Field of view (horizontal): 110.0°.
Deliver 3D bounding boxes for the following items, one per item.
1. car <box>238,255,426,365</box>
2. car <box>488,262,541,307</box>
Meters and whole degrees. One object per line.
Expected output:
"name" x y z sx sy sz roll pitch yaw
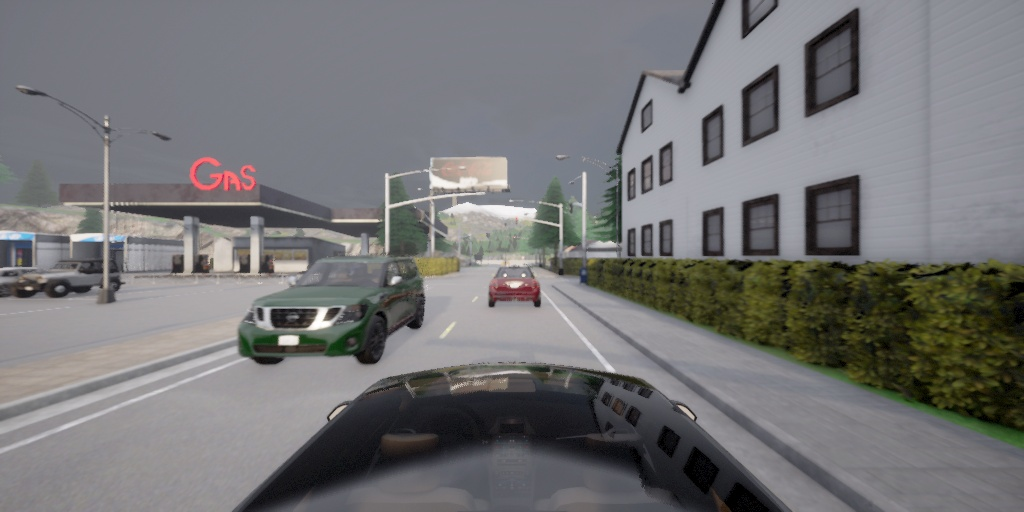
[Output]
"car" -3.574 0.996 8.453 2.150 2.045 5.566 0 0 -1
"car" 0.098 1.150 15.850 2.097 1.767 4.553 0 0 0
